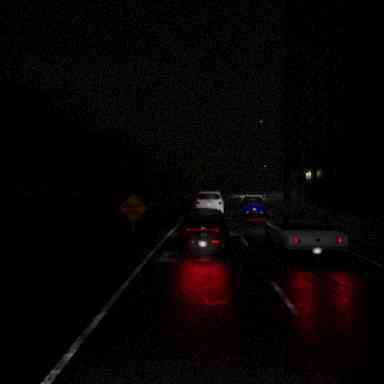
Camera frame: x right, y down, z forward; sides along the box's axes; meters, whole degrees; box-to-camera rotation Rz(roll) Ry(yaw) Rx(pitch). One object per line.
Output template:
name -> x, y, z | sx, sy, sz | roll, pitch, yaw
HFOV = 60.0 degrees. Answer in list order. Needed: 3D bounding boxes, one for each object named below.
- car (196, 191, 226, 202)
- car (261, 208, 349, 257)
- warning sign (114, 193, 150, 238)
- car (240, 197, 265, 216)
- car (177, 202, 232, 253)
car -> 1.502, 0.941, 26.903 | 2.150, 2.045, 5.566 | 0, 1, 6
car -> 3.962, 1.485, 12.375 | 1.895, 1.301, 4.718 | 0, 1, 4
warning sign -> -2.549, 0.976, 14.317 | 1.300, 1.860, 1.060 | 1, 1, 3
car -> 5.245, 1.178, 28.911 | 1.882, 1.535, 5.008 | 0, 1, 6
car -> 0.506, 1.380, 13.144 | 1.837, 1.490, 4.892 | 0, 1, 4
